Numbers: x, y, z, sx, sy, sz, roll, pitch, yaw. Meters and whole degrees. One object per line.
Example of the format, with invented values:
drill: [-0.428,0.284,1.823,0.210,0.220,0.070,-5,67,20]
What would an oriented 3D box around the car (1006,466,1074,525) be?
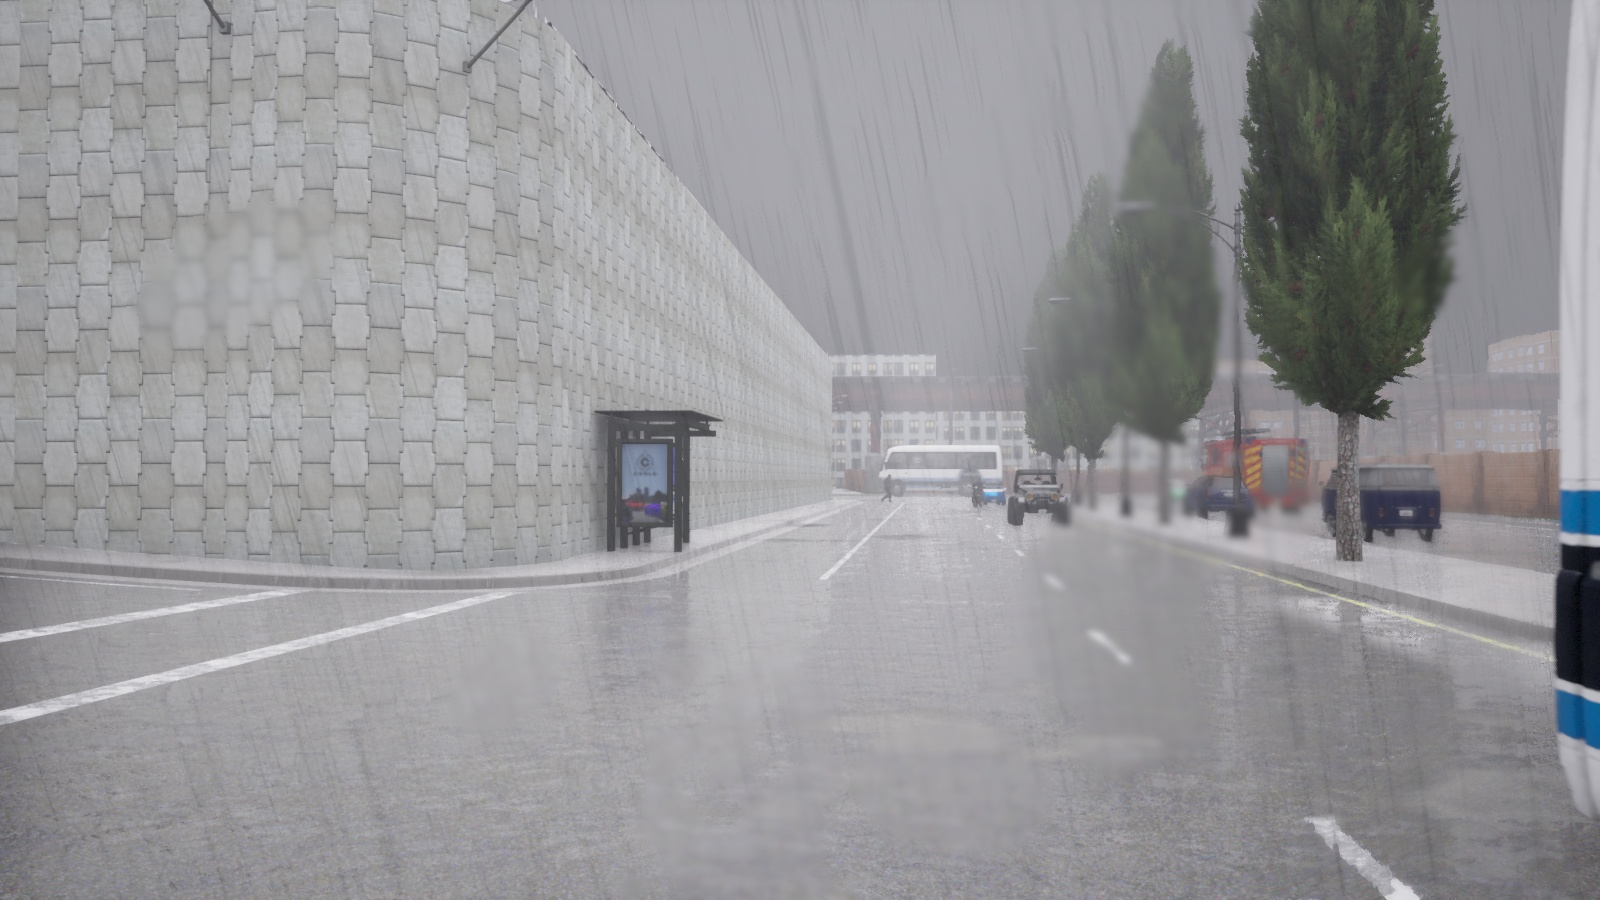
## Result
car: [8.025,1.507,42.192,1.905,1.878,3.866,0,-1,6]

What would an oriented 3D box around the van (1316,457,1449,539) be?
van: [15.085,1.223,32.781,1.775,1.987,4.442,0,-1,6]

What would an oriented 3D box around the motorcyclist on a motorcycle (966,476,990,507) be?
motorcyclist on a motorcycle: [9.424,2.190,66.573,0.866,1.590,1.817,-1,-1,20]

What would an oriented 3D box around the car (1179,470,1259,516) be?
car: [17.017,1.723,51.263,2.097,1.767,4.553,0,-1,5]

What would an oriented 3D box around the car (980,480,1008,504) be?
car: [11.209,2.419,72.807,1.481,1.376,2.207,0,-2,6]

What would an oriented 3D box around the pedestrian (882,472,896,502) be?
pedestrian: [5.453,2.263,77.131,0.694,1.848,0.540,0,-1,-22]

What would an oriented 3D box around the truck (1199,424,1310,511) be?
truck: [21.395,0.861,59.667,2.891,3.827,8.468,0,-1,5]

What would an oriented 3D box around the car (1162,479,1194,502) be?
car: [23.248,2.458,77.351,1.481,1.376,2.207,0,-1,6]
